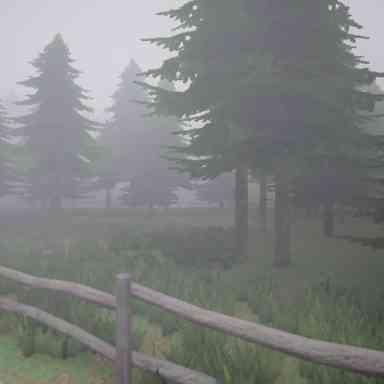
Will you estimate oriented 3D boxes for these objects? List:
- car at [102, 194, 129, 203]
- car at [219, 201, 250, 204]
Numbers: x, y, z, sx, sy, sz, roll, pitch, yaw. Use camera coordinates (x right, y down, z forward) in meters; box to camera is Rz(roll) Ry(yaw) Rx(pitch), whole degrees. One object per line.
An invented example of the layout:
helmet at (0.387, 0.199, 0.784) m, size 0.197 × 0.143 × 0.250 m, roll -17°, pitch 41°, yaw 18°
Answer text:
car at (-8.635, 1.284, 42.401) m, size 5.566 × 2.045 × 2.150 m, roll 0°, pitch 0°, yaw -10°
car at (5.947, 1.511, 43.533) m, size 5.008 × 1.535 × 1.882 m, roll 0°, pitch 0°, yaw 1°
